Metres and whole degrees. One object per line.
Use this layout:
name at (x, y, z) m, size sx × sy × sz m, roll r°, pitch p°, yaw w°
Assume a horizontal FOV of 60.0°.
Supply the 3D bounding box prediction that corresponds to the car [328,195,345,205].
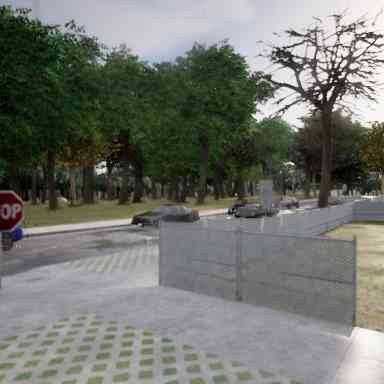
car at (20.633, 1.189, 47.913) m, size 1.994 × 1.385 × 4.181 m, roll 2°, pitch 2°, yaw 36°

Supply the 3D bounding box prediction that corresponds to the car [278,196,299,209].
car at (11.549, 1.259, 40.228) m, size 1.812 × 1.442 × 4.674 m, roll 2°, pitch 2°, yaw 36°

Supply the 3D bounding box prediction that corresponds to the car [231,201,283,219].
car at (5.296, 1.627, 26.546) m, size 1.895 × 1.301 × 4.718 m, roll 2°, pitch 2°, yaw 36°

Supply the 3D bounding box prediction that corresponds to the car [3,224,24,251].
car at (-8.557, 1.526, 12.039) m, size 1.812 × 1.442 × 4.674 m, roll 2°, pitch 0°, yaw 31°

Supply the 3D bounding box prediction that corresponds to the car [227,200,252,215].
car at (5.000, 1.470, 31.182) m, size 1.994 × 1.385 × 4.181 m, roll 2°, pitch 2°, yaw 36°

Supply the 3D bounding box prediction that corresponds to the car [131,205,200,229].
car at (-1.560, 1.557, 22.055) m, size 2.033 × 1.411 × 5.357 m, roll 2°, pitch 1°, yaw 36°
